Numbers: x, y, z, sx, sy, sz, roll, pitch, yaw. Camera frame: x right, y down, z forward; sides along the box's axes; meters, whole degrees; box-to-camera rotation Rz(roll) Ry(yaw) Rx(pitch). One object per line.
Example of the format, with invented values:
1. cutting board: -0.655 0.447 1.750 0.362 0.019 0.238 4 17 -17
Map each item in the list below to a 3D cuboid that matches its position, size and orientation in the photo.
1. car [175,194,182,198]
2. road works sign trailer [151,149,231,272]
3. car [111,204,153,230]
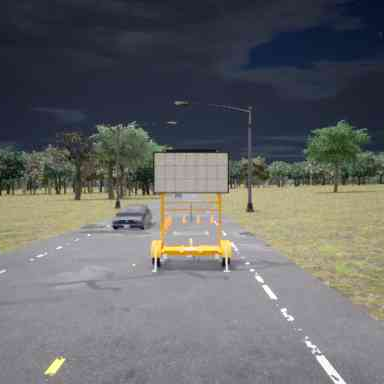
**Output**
1. car: -3.738 0.842 90.236 1.837 1.490 4.892 0 0 0
2. road works sign trailer: -0.027 0.445 10.685 2.380 3.560 2.880 0 0 0
3. car: -3.553 1.485 20.707 2.033 1.411 5.357 0 0 0
